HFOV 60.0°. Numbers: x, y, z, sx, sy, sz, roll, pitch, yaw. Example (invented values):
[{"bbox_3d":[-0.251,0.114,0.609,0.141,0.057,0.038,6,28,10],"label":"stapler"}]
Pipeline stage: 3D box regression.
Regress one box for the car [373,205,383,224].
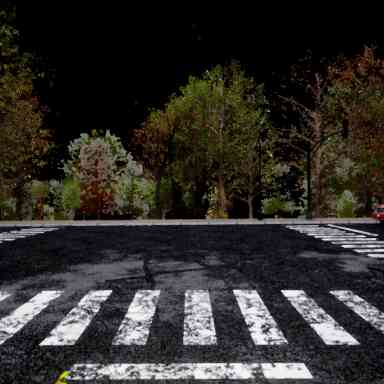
[{"bbox_3d":[14.632,1.127,21.171,5.566,2.045,2.150,-1,-1,1],"label":"car"}]
